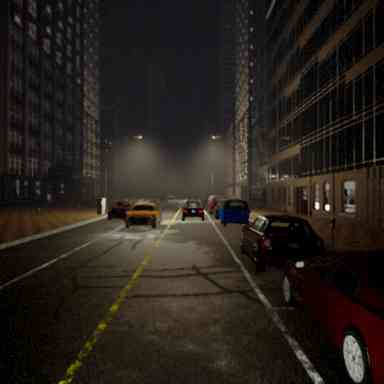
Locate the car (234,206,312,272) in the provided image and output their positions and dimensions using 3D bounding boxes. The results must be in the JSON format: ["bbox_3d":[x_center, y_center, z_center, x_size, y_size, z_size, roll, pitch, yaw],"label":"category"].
[{"bbox_3d":[2.696,1.437,10.761,1.967,1.590,4.097,0,0,0],"label":"car"}]

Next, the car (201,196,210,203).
[{"bbox_3d":[2.682,1.495,67.345,1.752,1.417,4.829,1,0,0],"label":"car"}]

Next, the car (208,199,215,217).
[{"bbox_3d":[2.690,1.543,27.685,2.008,1.369,4.403,1,0,0],"label":"car"}]

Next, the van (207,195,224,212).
[{"bbox_3d":[2.690,1.327,38.969,1.690,1.788,3.998,1,0,0],"label":"van"}]

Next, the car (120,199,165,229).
[{"bbox_3d":[-3.104,1.472,21.933,1.882,1.535,5.008,0,0,0],"label":"car"}]

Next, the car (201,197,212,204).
[{"bbox_3d":[2.682,1.555,61.534,1.802,1.307,4.206,1,0,0],"label":"car"}]

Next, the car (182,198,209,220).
[{"bbox_3d":[0.093,1.539,28.101,2.033,1.411,5.357,0,0,0],"label":"car"}]

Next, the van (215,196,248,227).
[{"bbox_3d":[2.694,1.335,22.043,1.690,1.788,3.998,1,0,0],"label":"van"}]

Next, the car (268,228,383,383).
[{"bbox_3d":[2.696,1.543,5.120,1.887,1.381,4.507,0,0,0],"label":"car"}]

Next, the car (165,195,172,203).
[{"bbox_3d":[-5.699,1.521,67.154,2.008,1.369,4.403,1,0,0],"label":"car"}]

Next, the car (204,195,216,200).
[{"bbox_3d":[2.691,1.304,33.327,2.192,1.841,5.009,1,0,0],"label":"car"}]

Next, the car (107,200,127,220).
[{"bbox_3d":[-5.689,1.432,27.655,1.967,1.590,4.097,1,0,0],"label":"car"}]

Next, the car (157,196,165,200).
[{"bbox_3d":[-5.696,1.531,50.226,2.008,1.369,4.403,1,0,0],"label":"car"}]

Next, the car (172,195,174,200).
[{"bbox_3d":[-5.704,1.496,89.725,1.887,1.381,4.507,1,0,0],"label":"car"}]
